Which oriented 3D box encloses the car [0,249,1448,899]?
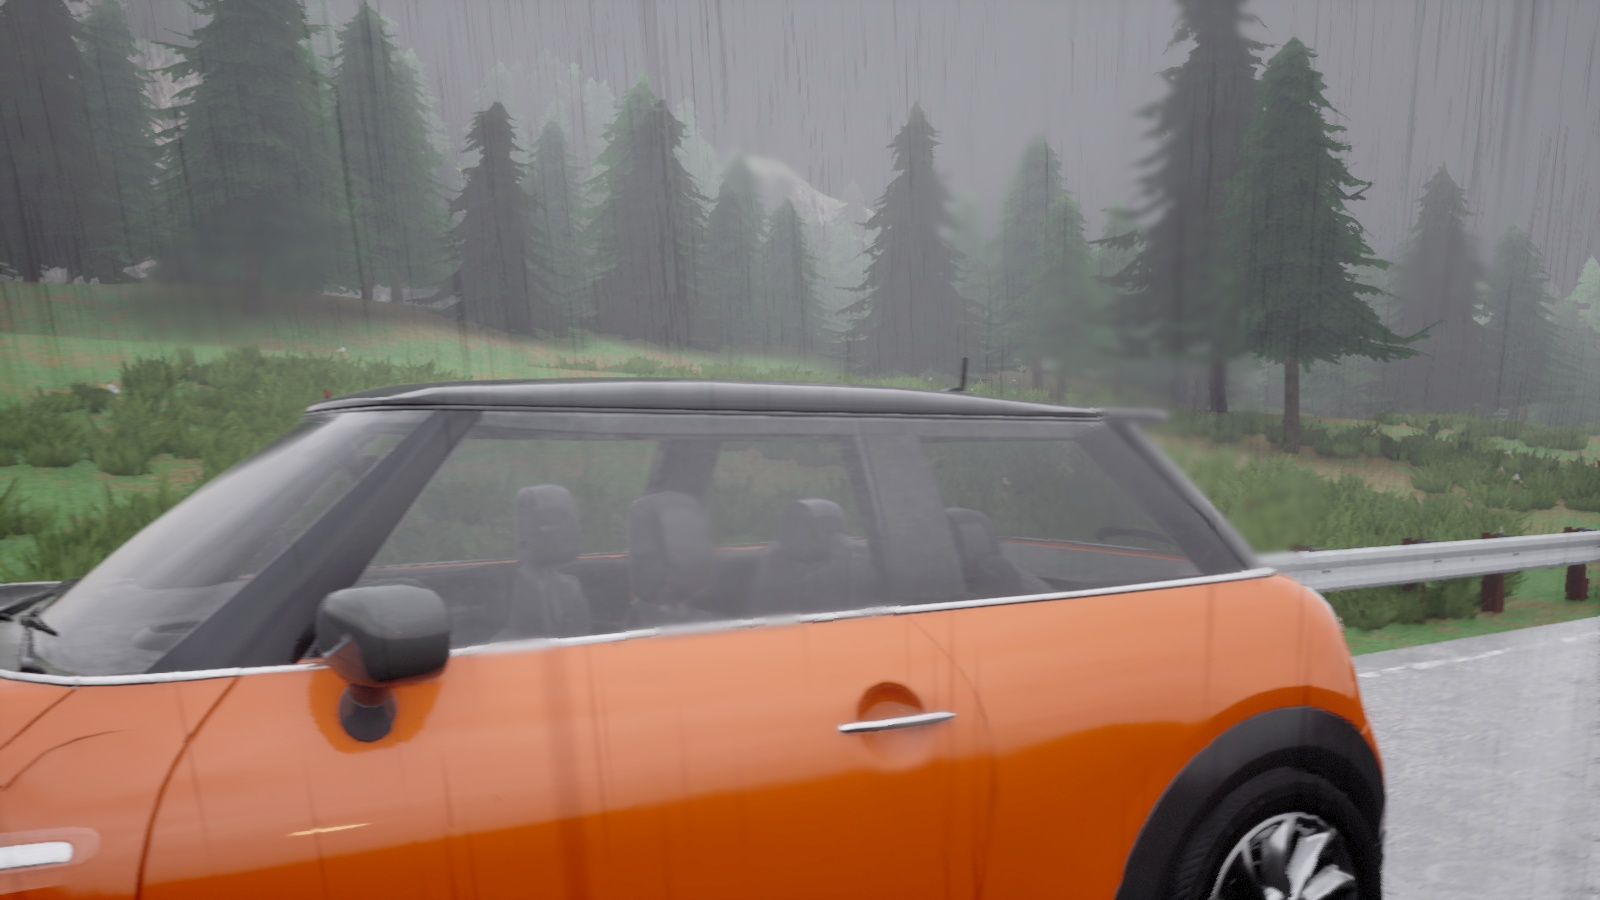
[{"bbox_3d":[-0.848,0.612,3.034,4.553,1.767,2.097,0,0,-29],"label":"car"}]
